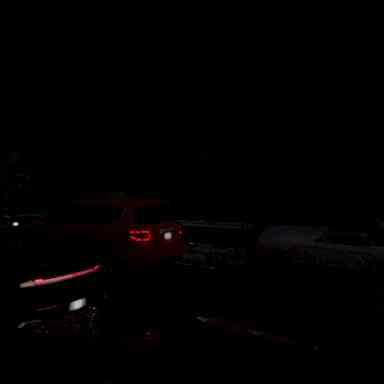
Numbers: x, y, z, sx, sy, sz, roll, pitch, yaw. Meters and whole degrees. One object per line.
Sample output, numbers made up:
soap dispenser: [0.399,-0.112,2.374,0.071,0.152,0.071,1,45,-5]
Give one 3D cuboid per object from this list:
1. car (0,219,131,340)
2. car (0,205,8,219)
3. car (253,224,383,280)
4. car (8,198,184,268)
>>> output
car: [-3.753,1.486,6.372,4.902,1.511,2.128,0,0,33]
car: [-11.758,1.490,19.366,4.892,1.490,1.837,0,0,29]
car: [4.215,1.585,9.470,4.718,1.301,1.895,0,0,35]
car: [-2.859,1.211,9.985,5.566,2.045,2.150,0,0,33]
